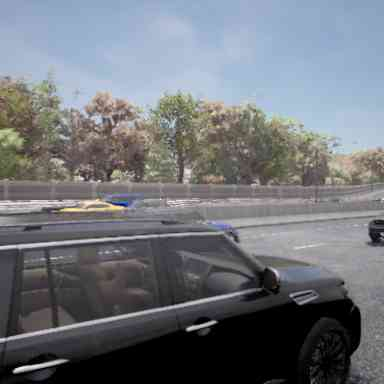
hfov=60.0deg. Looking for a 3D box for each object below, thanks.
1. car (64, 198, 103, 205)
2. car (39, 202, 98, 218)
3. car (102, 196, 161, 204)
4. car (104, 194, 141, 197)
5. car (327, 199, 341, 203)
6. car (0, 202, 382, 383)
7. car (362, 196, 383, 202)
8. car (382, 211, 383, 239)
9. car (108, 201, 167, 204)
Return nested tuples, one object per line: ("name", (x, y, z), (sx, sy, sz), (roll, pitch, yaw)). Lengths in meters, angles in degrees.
("car", (-7.475, 1.479, 24.459), (5.008, 1.535, 1.882), (0, 0, -35))
("car", (-11.197, 1.602, 30.403), (4.718, 1.301, 1.895), (0, 0, -36))
("car", (-3.461, 1.355, 23.023), (4.553, 1.767, 2.097), (0, 0, -35))
("car", (-6.862, 1.225, 29.196), (5.566, 2.045, 2.150), (0, 0, -35))
("car", (22.698, 1.341, 54.484), (4.181, 1.385, 1.994), (0, 0, -36))
("car", (-0.608, 1.222, 3.312), (5.566, 2.045, 2.150), (0, 0, -36))
("car", (26.766, 1.403, 48.788), (4.902, 1.511, 2.128), (0, 0, -36))
("car", (9.897, 1.516, 15.113), (4.892, 1.490, 1.837), (0, 0, -36))
("car", (-0.390, 1.354, 12.068), (4.553, 1.767, 2.097), (0, 0, -36))
